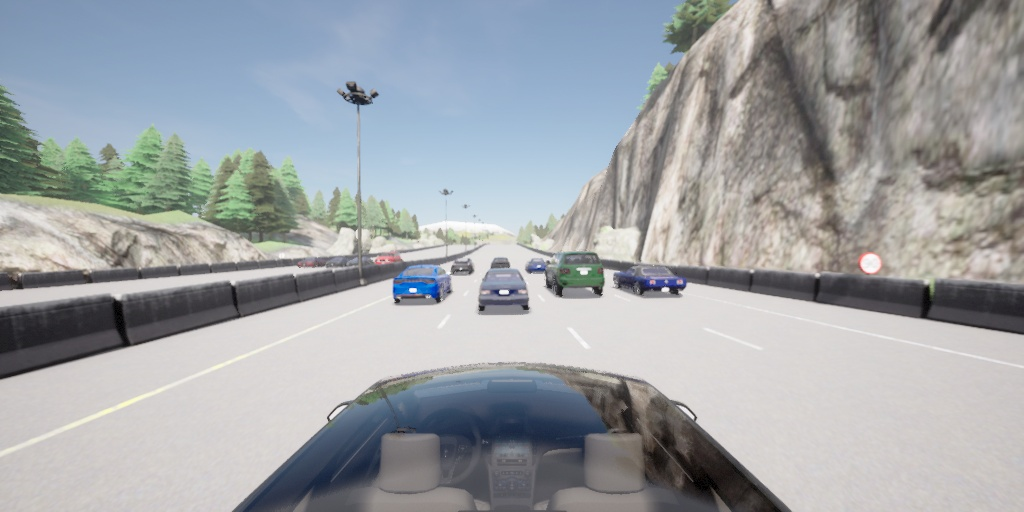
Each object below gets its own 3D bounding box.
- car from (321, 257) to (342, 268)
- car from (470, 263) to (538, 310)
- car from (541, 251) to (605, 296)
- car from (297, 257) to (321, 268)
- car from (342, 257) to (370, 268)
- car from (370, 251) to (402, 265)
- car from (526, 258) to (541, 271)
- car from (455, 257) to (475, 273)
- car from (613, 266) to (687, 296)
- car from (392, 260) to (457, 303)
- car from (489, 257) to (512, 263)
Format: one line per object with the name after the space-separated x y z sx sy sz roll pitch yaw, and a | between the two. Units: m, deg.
-22.762 0.827 47.291 1.994 1.385 4.181 -1 1 -2 | car
-0.335 1.195 14.204 2.033 1.411 5.357 -1 1 -2 | car
3.033 0.785 18.225 2.150 2.045 5.566 -1 1 -2 | car
-26.254 0.865 47.037 1.994 1.385 4.181 -1 1 -2 | car
-19.212 0.814 45.766 2.033 1.411 5.357 -1 1 -2 | car
-15.715 0.455 45.837 2.150 2.045 5.566 -1 1 -2 | car
2.403 0.865 34.854 1.994 1.385 4.181 -1 1 -2 | car
-4.570 0.875 33.948 2.128 1.511 4.902 -1 1 -2 | car
6.554 1.139 17.699 1.895 1.301 4.718 -1 1 -2 | car
-3.906 1.134 16.279 1.882 1.535 5.008 -1 1 -2 | car
-1.077 0.851 34.199 1.837 1.490 4.892 -1 1 -2 | car
